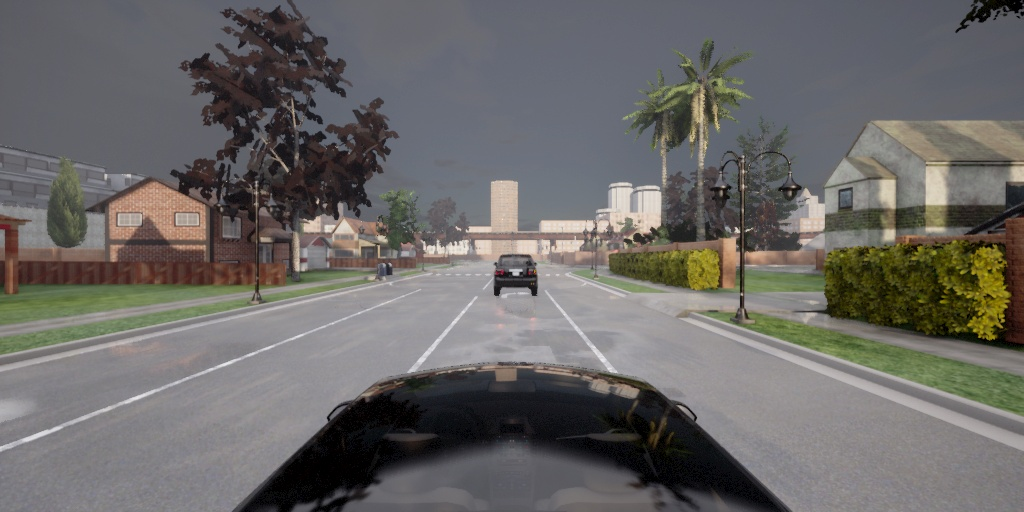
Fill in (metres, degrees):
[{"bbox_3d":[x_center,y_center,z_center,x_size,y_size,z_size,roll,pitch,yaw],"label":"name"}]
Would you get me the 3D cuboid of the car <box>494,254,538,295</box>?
[{"bbox_3d":[0.185,0.929,19.382,2.150,2.045,5.566,0,0,0],"label":"car"}]
